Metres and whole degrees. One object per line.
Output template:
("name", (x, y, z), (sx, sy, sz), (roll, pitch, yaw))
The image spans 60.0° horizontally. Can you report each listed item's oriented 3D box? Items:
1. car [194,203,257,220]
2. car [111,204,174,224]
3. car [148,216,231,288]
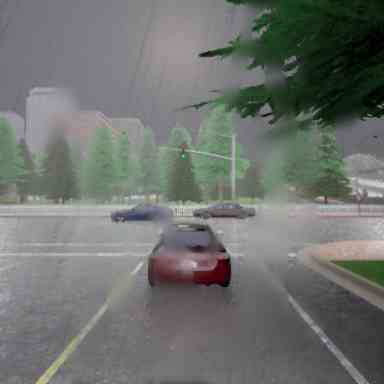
("car", (2.808, 1.636, 28.323), (5.357, 1.411, 2.033), (0, 0, 0))
("car", (-3.672, 1.611, 24.825), (4.674, 1.442, 1.812), (0, 0, 0))
("car", (-0.059, 1.580, 9.335), (1.994, 1.385, 4.181), (0, 0, 0))
